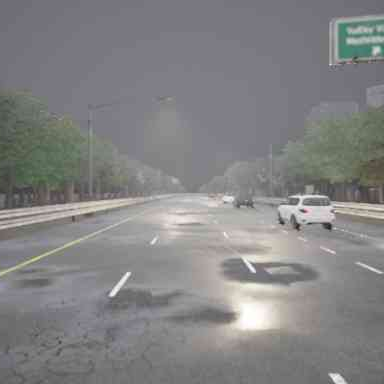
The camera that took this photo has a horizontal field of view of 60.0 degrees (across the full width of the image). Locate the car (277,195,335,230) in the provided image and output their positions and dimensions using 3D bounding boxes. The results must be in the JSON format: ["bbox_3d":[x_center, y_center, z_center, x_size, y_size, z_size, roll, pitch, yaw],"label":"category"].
[{"bbox_3d":[7.012,1.222,21.007,2.150,2.045,5.566,0,0,0],"label":"car"}]

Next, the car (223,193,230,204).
[{"bbox_3d":[7.036,1.230,62.683,2.150,2.045,5.566,0,0,0],"label":"car"}]

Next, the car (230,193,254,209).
[{"bbox_3d":[7.025,1.223,45.661,2.150,2.045,5.566,0,0,0],"label":"car"}]
